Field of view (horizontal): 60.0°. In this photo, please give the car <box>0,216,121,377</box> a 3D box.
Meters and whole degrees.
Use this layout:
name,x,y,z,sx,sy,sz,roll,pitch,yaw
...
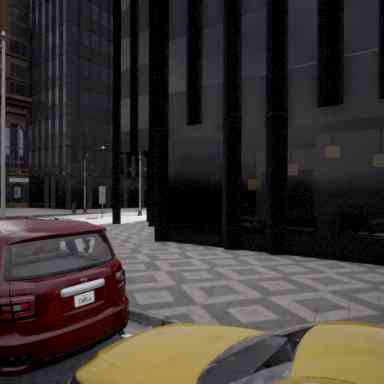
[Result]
name,x,y,z,sx,sy,sz,roll,pitch,yaw
car,-3.182,1.314,5.223,5.009,1.841,2.192,0,0,35

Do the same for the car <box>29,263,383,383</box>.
name,x,y,z,sx,sy,sz,roll,pitch,yaw
car,1.099,1.525,2.175,4.829,1.417,1.752,0,0,35
